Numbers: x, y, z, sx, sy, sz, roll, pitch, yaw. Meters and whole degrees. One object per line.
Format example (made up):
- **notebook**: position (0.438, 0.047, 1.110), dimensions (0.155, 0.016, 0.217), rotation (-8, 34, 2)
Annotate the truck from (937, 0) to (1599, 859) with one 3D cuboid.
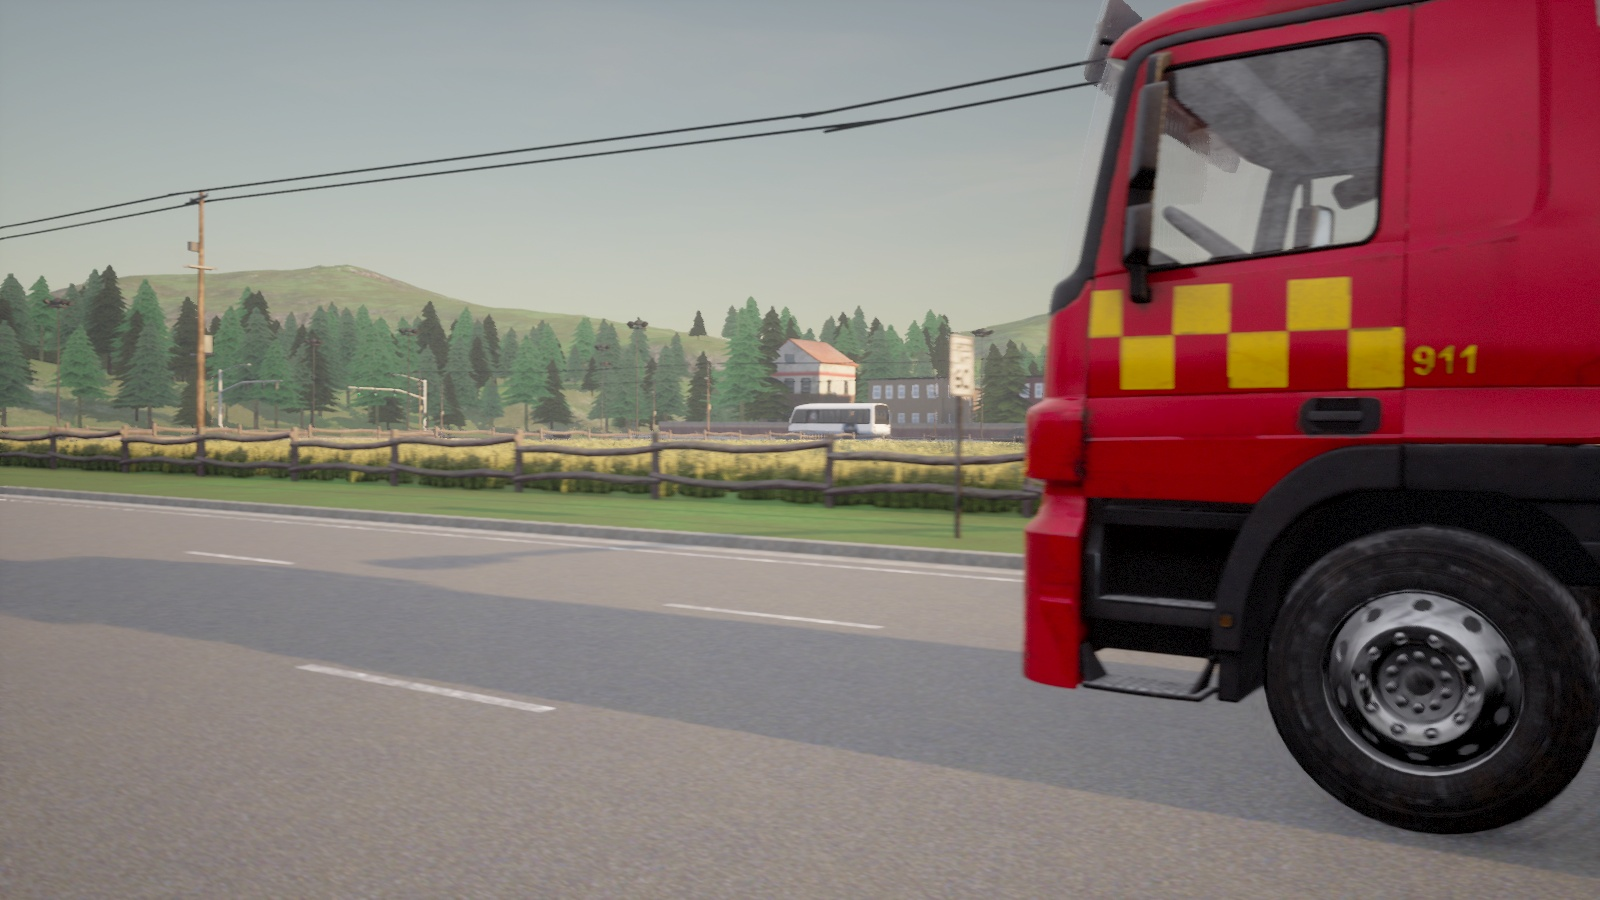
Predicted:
- **truck**: position (4.953, -0.538, 4.511), dimensions (8.468, 3.827, 2.891), rotation (0, 1, 34)
